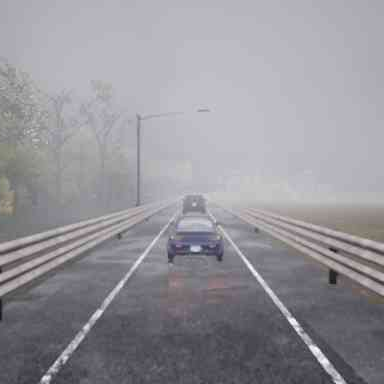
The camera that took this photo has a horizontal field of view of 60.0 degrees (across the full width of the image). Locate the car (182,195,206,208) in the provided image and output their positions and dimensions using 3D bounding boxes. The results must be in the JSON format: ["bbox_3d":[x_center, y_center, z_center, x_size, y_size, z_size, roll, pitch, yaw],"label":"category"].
[{"bbox_3d":[0.221,1.262,32.632,2.150,2.045,5.566,0,0,0],"label":"car"}]

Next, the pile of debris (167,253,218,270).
[{"bbox_3d":[0.016,2.189,10.602,1.500,0.140,1.860,0,0,0],"label":"pile of debris"}]

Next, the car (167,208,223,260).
[{"bbox_3d":[0.113,1.540,12.308,1.812,1.442,4.674,0,0,0],"label":"car"}]
